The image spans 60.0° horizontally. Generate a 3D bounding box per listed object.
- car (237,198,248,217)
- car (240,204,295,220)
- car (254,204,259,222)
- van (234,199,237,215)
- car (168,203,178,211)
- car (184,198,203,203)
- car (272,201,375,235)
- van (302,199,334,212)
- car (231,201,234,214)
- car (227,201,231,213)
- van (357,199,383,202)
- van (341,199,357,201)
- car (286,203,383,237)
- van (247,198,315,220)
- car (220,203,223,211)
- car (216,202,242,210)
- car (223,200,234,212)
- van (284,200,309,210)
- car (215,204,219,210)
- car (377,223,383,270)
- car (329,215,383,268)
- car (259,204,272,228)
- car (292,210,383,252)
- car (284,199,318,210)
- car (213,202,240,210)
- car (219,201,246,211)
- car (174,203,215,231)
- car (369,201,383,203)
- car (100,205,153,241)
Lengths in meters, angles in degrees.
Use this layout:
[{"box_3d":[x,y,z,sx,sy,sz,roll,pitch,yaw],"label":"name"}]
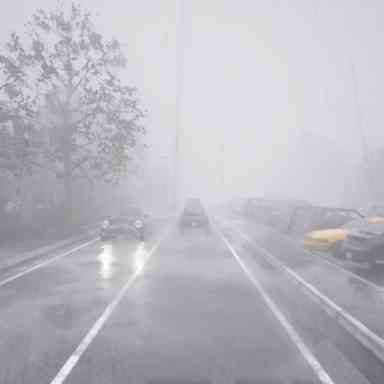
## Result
[{"box_3d":[7.139,1.536,29.232,5.566,2.045,2.435,0,-1,0],"label":"car"},{"box_3d":[7.149,1.873,31.978,4.792,1.488,2.163,0,-1,0],"label":"car"},{"box_3d":[7.094,1.773,23.677,4.674,1.452,2.002,0,-1,0],"label":"car"},{"box_3d":[7.013,1.690,34.766,4.442,1.987,1.878,0,-1,0],"label":"van"},{"box_3d":[-3.172,2.595,58.143,2.033,1.411,5.357,0,-2,1],"label":"car"},{"box_3d":[0.178,1.807,40.284,2.150,2.045,5.566,0,-1,0],"label":"car"},{"box_3d":[7.041,1.552,18.126,4.553,1.767,2.185,0,-1,0],"label":"car"},{"box_3d":[20.392,2.188,53.943,4.442,1.987,1.878,0,-1,0],"label":"van"},{"box_3d":[7.142,2.028,37.534,4.674,1.452,2.002,0,-1,0],"label":"car"},{"box_3d":[7.119,2.090,40.311,4.792,1.488,2.163,0,-1,0],"label":"car"},{"box_3d":[20.092,1.685,34.560,4.442,1.987,1.878,0,-1,0],"label":"van"},{"box_3d":[20.345,1.829,40.097,4.442,1.987,1.878,0,-1,0],"label":"van"},{"box_3d":[7.032,1.525,15.350,4.553,1.767,2.185,0,-1,0],"label":"car"},{"box_3d":[6.984,1.534,26.456,4.442,1.987,1.878,0,-1,0],"label":"van"},{"box_3d":[7.189,2.388,51.411,4.674,1.452,2.002,0,-1,0],"label":"car"},{"box_3d":[7.240,2.735,65.279,4.892,1.521,2.231,0,-2,0],"label":"car"},{"box_3d":[7.173,2.204,45.861,5.008,1.535,2.097,0,-1,0],"label":"car"},{"box_3d":[20.431,2.504,65.138,4.442,1.987,1.878,0,-2,0],"label":"van"},{"box_3d":[7.177,2.241,56.969,5.566,2.045,2.435,0,-1,0],"label":"car"},{"box_3d":[7.041,1.569,7.021,4.892,1.521,2.231,0,-1,0],"label":"car"},{"box_3d":[7.038,1.597,9.797,4.892,1.521,2.231,0,-1,0],"label":"car"},{"box_3d":[7.077,1.705,20.901,5.008,1.535,2.097,0,-1,0],"label":"car"},{"box_3d":[6.868,1.620,12.573,5.366,1.575,1.946,0,-1,0],"label":"car"},{"box_3d":[20.331,2.386,62.248,5.566,2.045,2.435,0,-2,0],"label":"car"},{"box_3d":[7.058,2.826,68.047,5.366,1.575,1.946,0,-2,0],"label":"car"},{"box_3d":[7.246,2.441,59.736,4.553,1.767,2.185,0,-1,0],"label":"car"},{"box_3d":[0.136,1.742,22.333,2.128,1.511,4.902,0,-1,0],"label":"car"},{"box_3d":[20.204,1.839,31.784,5.008,1.535,2.097,0,-1,0],"label":"car"},{"box_3d":[-3.321,1.535,17.676,2.097,1.767,4.553,0,-1,0],"label":"car"}]
